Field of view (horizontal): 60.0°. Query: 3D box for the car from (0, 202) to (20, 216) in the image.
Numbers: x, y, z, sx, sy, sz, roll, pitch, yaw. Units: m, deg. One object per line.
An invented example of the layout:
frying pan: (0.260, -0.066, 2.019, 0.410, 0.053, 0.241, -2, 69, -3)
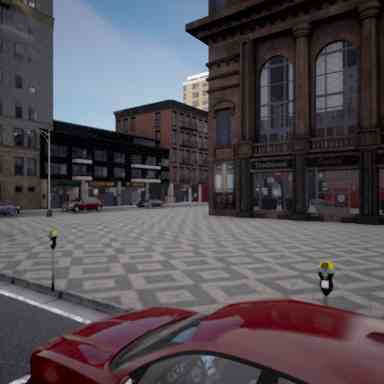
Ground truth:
car: (-18.151, 1.587, 30.468, 1.994, 1.385, 4.181, 0, 0, 36)

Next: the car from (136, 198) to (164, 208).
car: (-5.873, 1.600, 47.140, 1.994, 1.385, 4.181, 0, 0, 36)

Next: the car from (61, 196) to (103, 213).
car: (-12.572, 1.379, 38.048, 2.097, 1.767, 4.553, 0, 0, 36)

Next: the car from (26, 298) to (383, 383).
car: (0.538, 1.546, 2.462, 4.507, 1.381, 1.887, 0, 0, 35)
